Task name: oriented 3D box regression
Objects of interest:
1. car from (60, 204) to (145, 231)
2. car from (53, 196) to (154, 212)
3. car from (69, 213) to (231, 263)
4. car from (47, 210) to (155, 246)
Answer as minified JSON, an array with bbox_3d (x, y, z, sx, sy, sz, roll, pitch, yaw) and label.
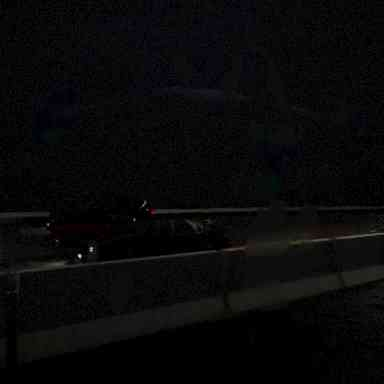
[{"bbox_3d":[-5.594,1.534,21.112,4.892,1.490,1.837,1,0,-32],"label":"car"},{"bbox_3d":[-4.622,1.246,17.605,5.566,2.045,2.150,1,0,-33],"label":"car"},{"bbox_3d":[-1.160,1.581,11.541,5.357,1.411,2.033,1,0,-33],"label":"car"},{"bbox_3d":[-3.406,1.624,14.231,4.718,1.301,1.895,1,0,-33],"label":"car"}]
